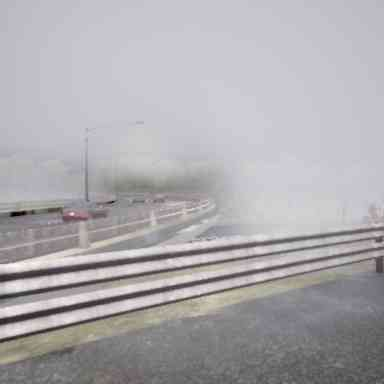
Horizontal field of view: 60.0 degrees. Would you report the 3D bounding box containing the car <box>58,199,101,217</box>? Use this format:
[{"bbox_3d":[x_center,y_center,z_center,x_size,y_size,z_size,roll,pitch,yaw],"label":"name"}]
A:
[{"bbox_3d":[-10.134,1.422,30.422,1.994,1.385,4.181,0,0,10],"label":"car"}]

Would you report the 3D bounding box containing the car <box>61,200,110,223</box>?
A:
[{"bbox_3d":[-7.689,1.448,24.543,1.994,1.385,4.181,0,0,13],"label":"car"}]

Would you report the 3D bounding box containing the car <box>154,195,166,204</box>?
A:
[{"bbox_3d":[-5.572,1.213,57.060,1.812,1.442,4.674,0,0,-5],"label":"car"}]

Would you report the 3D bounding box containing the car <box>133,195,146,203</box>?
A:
[{"bbox_3d":[-9.237,1.254,58.523,1.994,1.385,4.181,0,0,-6],"label":"car"}]
